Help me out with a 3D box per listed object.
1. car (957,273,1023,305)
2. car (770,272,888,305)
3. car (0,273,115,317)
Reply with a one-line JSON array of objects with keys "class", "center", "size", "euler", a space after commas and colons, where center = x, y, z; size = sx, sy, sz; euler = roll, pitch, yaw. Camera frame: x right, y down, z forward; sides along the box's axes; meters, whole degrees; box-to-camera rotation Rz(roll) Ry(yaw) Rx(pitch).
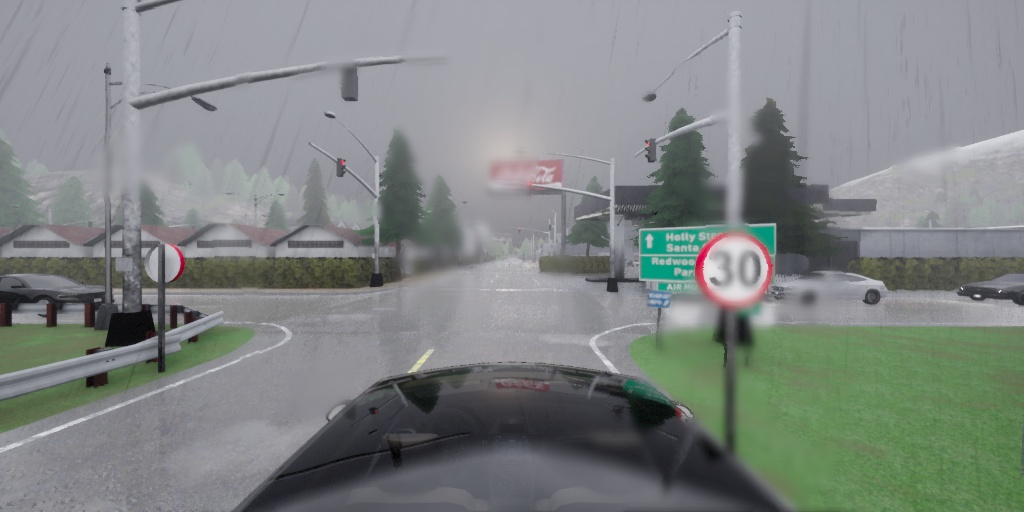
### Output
[{"class": "car", "center": [24.513, 1.489, 16.797], "size": [5.357, 1.411, 2.033], "euler": [0, 0, 1]}, {"class": "car", "center": [14.858, 1.467, 16.924], "size": [4.674, 1.442, 1.812], "euler": [0, 0, 0]}, {"class": "car", "center": [-18.340, 1.419, 13.757], "size": [5.008, 1.535, 1.882], "euler": [0, 0, 1]}]
